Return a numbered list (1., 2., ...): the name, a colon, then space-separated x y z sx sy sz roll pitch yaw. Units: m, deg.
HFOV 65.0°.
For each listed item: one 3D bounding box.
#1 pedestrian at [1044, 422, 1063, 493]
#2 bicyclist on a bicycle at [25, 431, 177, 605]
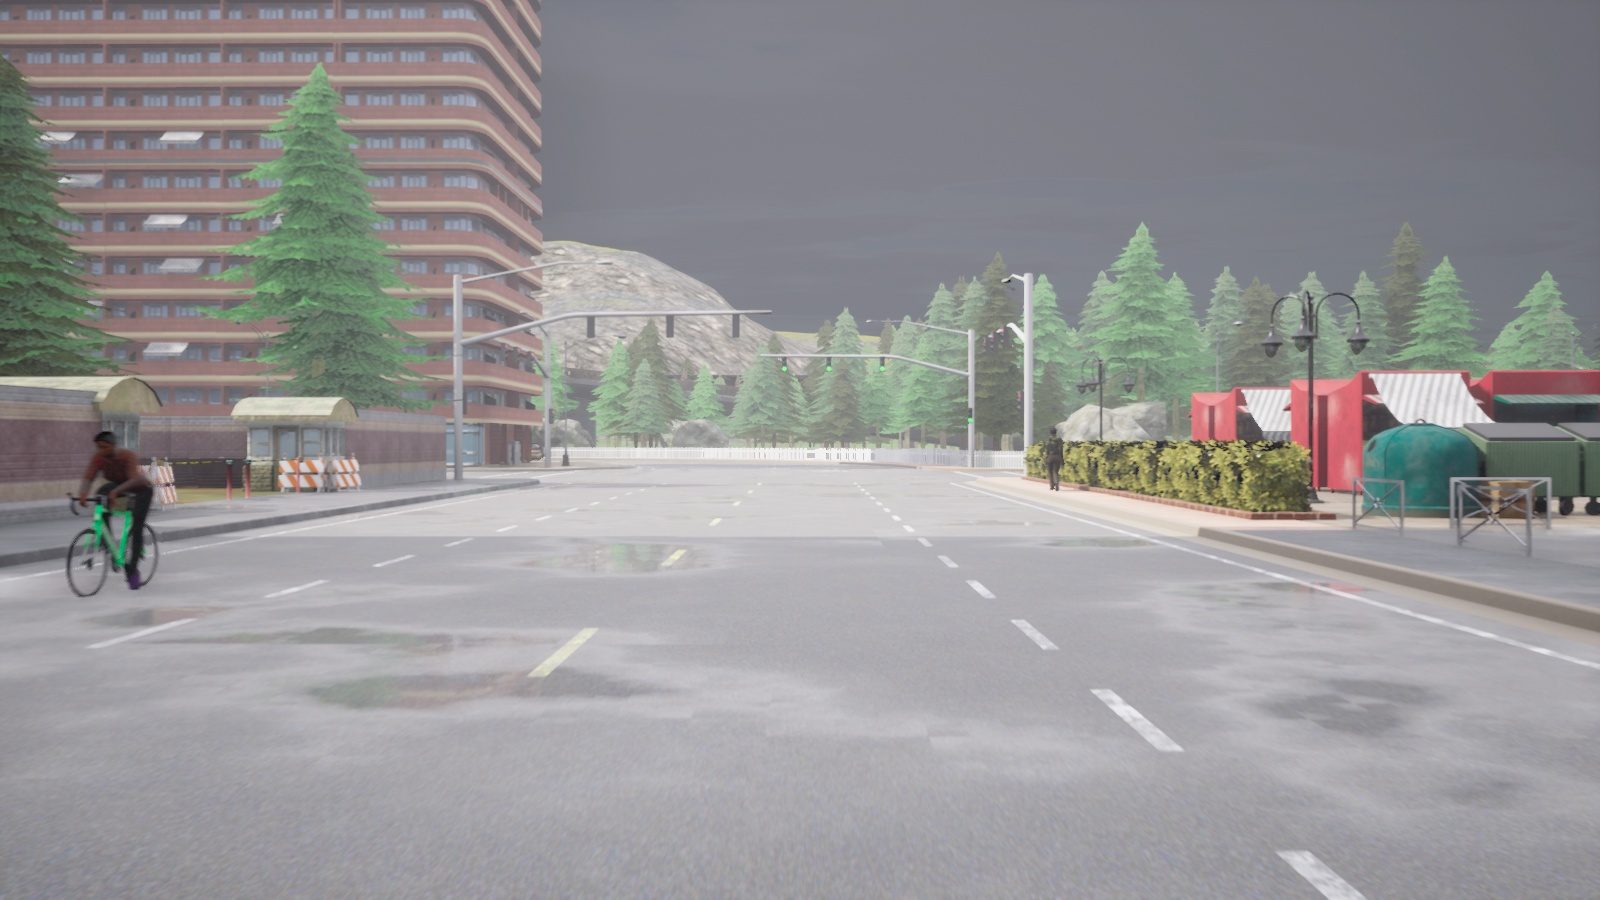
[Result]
1. pedestrian: 6.993 0.211 34.637 0.395 1.930 0.692 0 0 2
2. bicyclist on a bicycle: -6.913 0.623 12.509 0.582 1.620 1.656 0 1 0
